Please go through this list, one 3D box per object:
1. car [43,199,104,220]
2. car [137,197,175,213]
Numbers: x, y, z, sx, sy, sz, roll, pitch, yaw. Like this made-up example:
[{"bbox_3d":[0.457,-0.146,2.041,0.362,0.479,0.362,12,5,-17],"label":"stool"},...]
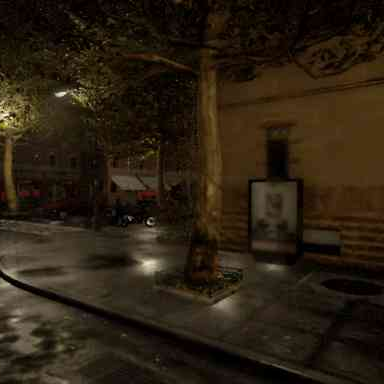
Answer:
[{"bbox_3d":[-9.500,1.313,26.984,1.882,1.535,5.008,1,0,37],"label":"car"},{"bbox_3d":[-4.052,1.292,40.572,2.231,1.521,4.892,1,0,36],"label":"car"}]
